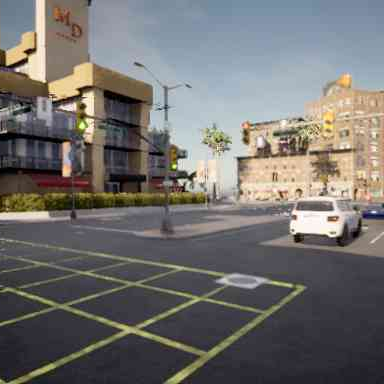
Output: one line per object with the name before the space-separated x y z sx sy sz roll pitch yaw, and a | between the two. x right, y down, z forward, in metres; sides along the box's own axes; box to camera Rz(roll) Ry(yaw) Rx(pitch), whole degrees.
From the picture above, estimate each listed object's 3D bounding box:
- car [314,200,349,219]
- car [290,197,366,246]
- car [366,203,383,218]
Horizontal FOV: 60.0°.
car | 12.818 1.525 30.319 1.882 1.535 5.008 0 0 35
car | 6.484 1.246 15.844 2.150 2.045 5.566 -1 -1 36
car | 15.944 1.591 28.636 1.994 1.385 4.181 0 0 36
